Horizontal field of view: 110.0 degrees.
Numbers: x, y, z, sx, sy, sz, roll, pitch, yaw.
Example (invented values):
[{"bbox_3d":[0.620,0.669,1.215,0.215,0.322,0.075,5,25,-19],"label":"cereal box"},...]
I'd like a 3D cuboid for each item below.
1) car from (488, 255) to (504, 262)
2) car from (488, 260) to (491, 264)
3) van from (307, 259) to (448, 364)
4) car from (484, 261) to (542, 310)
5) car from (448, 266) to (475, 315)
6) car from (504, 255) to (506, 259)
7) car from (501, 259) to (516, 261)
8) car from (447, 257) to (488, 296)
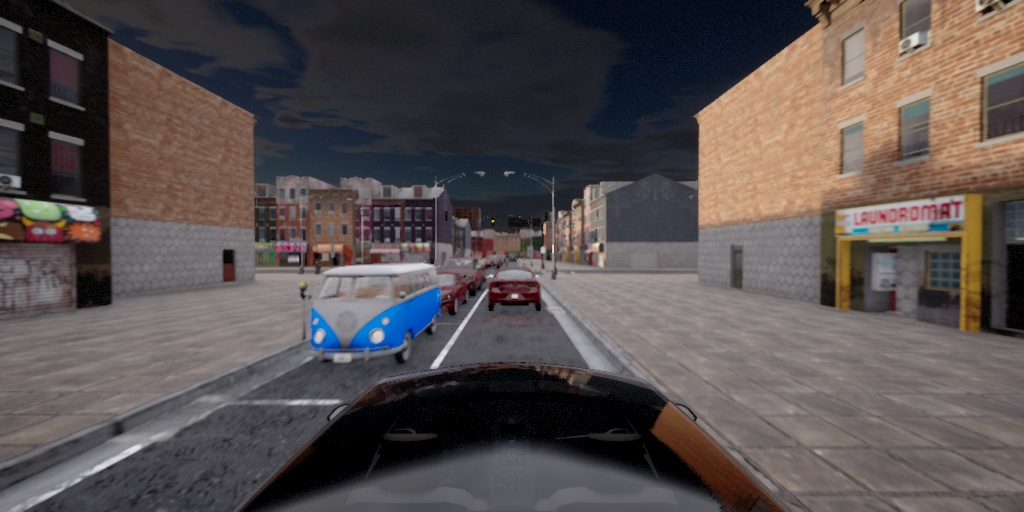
[{"bbox_3d":[-2.646,0.766,50.403,2.192,1.841,5.009,0,0,0],"label":"car"},{"bbox_3d":[-2.642,1.152,23.994,1.888,1.381,4.507,0,0,0],"label":"car"},{"bbox_3d":[-2.640,1.051,7.693,1.690,1.789,3.998,0,0,0],"label":"van"},{"bbox_3d":[0.096,1.145,14.281,1.882,1.535,5.008,0,0,0],"label":"car"},{"bbox_3d":[-2.641,1.220,13.127,1.888,1.381,4.507,0,0,0],"label":"car"},{"bbox_3d":[-2.648,0.708,61.257,2.192,1.841,5.009,0,0,0],"label":"car"},{"bbox_3d":[0.525,1.167,30.733,1.895,1.301,4.718,0,0,8],"label":"car"},{"bbox_3d":[-2.641,0.955,18.561,2.192,1.841,5.009,0,0,0],"label":"car"}]
